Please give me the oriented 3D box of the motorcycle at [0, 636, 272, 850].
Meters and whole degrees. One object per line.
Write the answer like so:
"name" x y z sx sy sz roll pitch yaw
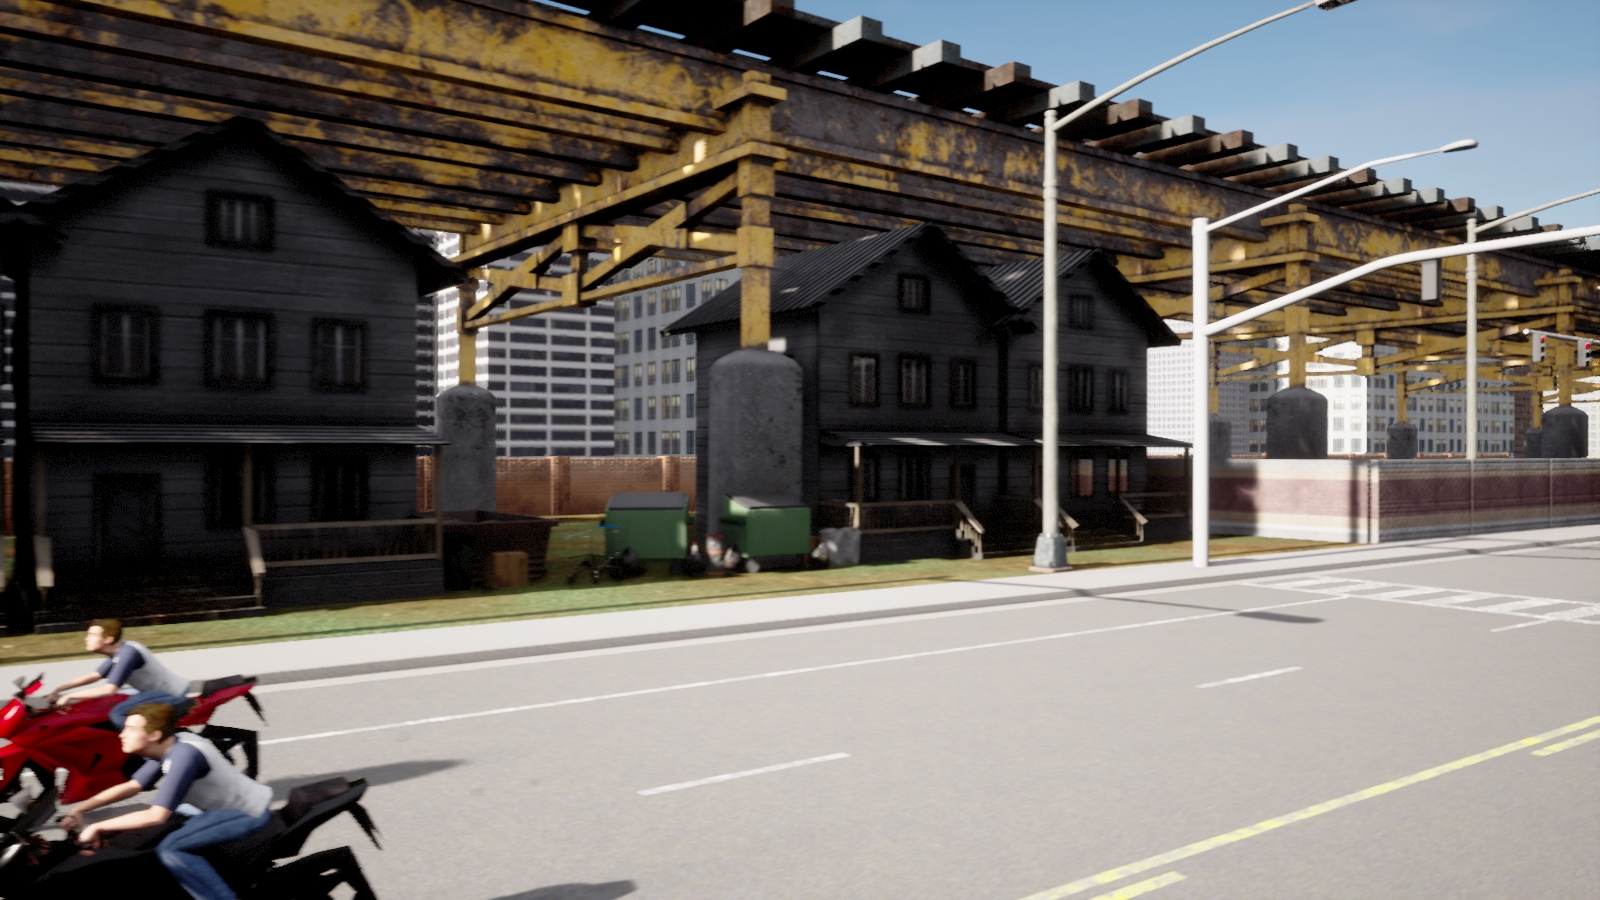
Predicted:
"motorcycle" -5.198 2.173 8.698 2.033 1.224 0.803 0 0 -35

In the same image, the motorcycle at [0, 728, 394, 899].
"motorcycle" -3.218 2.213 5.814 2.033 1.145 0.803 0 0 -35
